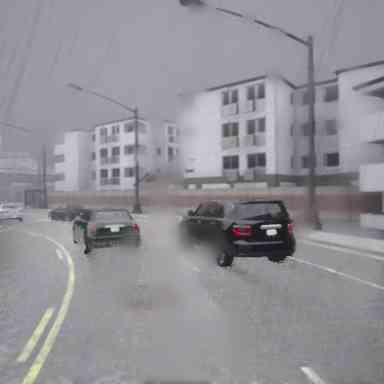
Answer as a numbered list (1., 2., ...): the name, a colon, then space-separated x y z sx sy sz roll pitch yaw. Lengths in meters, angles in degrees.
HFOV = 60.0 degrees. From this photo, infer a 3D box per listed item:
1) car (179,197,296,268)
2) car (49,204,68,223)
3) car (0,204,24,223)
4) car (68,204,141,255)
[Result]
1. car: 1.264 1.204 11.610 2.150 2.045 5.566 0 0 -20
2. car: -9.819 1.668 26.836 4.181 1.385 1.994 -1 0 43
3. car: -15.408 1.694 27.155 4.674 1.442 1.812 -1 0 41
4. car: -3.732 1.391 13.985 2.097 1.767 4.553 -1 0 -26
